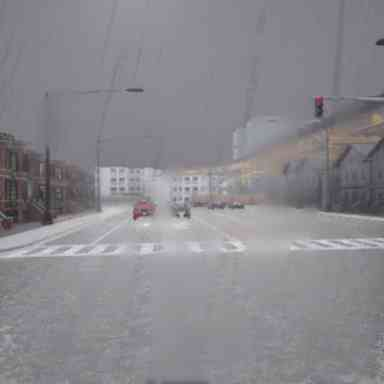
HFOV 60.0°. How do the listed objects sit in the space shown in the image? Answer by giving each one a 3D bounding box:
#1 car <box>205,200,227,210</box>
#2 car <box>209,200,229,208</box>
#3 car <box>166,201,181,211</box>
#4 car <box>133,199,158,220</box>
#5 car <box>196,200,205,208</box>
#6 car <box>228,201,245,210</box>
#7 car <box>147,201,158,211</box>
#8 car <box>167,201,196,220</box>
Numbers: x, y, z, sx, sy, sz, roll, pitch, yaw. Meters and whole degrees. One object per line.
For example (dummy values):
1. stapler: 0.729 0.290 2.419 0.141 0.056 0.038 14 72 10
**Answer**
1. car: 3.948 2.022 54.756 2.097 1.767 4.553 -1 -1 -7
2. car: 5.263 2.318 65.422 1.812 1.442 4.674 0 -1 -22
3. car: -3.160 2.265 55.896 2.128 1.511 4.902 -1 -1 -7
4. car: -4.724 1.727 33.919 2.150 2.045 5.566 -1 -1 -5
5. car: 1.958 2.309 64.267 2.128 1.511 4.902 0 -1 -22
6. car: 7.358 2.203 55.649 1.994 1.385 4.181 -1 -1 -8
7. car: -6.644 2.338 55.615 1.812 1.442 4.674 -1 -1 -8
8. car: -1.176 1.949 33.587 2.128 1.511 4.902 -1 -1 -5
